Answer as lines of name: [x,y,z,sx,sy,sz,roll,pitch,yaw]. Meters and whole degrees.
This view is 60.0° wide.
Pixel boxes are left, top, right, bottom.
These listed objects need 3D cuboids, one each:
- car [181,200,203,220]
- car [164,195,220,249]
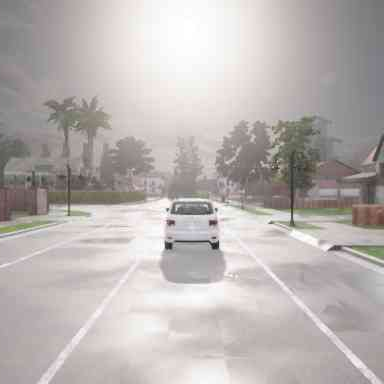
car: [0.001,1.560,29.649,1.837,1.490,4.892,0,0,0]
car: [0.001,1.278,14.680,2.150,2.045,5.566,0,0,0]
